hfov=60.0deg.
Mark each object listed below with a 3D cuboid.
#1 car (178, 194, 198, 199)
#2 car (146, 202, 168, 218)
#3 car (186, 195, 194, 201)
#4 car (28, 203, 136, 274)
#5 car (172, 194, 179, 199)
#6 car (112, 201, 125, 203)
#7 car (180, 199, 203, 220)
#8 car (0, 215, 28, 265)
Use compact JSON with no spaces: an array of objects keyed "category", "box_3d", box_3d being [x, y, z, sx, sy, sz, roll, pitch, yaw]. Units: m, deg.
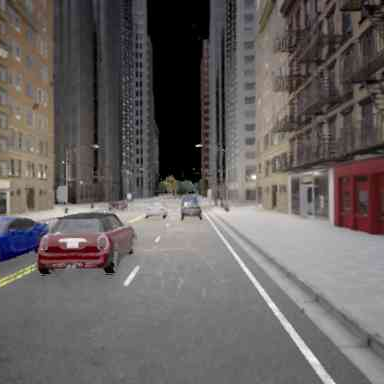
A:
[{"category":"car","box_3d":[-0.193,1.434,41.253,2.150,2.045,5.566,0,0,0]},{"category":"car","box_3d":[-3.315,1.719,32.061,1.812,1.442,4.674,0,0,0]},{"category":"car","box_3d":[-0.507,1.614,93.110,2.097,1.767,4.553,0,0,0]},{"category":"car","box_3d":[-3.199,1.438,11.016,2.097,1.767,4.553,0,0,0]},{"category":"car","box_3d":[-3.758,1.510,93.153,2.150,2.045,5.566,0,0,0]},{"category":"car","box_3d":[-9.991,1.875,45.472,1.994,1.385,4.181,0,0,0]},{"category":"car","box_3d":[-0.054,1.649,30.140,2.128,1.511,4.902,0,0,0]},{"category":"car","box_3d":[-6.647,1.591,11.274,1.882,1.535,5.008,0,0,0]}]
